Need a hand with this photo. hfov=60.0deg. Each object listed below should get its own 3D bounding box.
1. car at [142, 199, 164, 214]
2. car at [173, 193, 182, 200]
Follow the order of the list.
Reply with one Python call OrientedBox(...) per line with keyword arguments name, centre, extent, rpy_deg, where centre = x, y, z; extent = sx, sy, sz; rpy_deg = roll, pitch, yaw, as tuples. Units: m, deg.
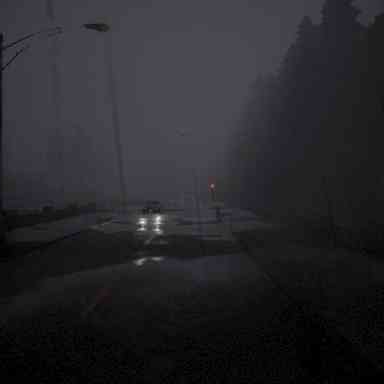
OrientedBox(name="car", centre=(-4.000, 1.559, 34.650), extent=(1.837, 1.490, 4.892), rpy_deg=(0, 0, 0))
OrientedBox(name="car", centre=(-4.000, 1.206, 91.690), extent=(2.150, 2.045, 5.566), rpy_deg=(0, 0, 0))
